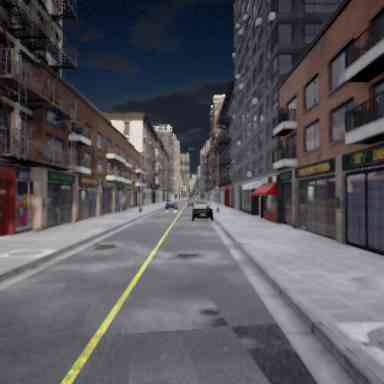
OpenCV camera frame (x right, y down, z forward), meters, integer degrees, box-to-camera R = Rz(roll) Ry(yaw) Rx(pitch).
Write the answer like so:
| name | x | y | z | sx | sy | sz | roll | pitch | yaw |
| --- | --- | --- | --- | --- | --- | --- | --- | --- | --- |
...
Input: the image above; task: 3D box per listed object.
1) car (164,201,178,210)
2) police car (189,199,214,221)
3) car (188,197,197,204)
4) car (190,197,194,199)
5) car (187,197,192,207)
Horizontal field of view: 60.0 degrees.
| name | x | y | z | sx | sy | sz | roll | pitch | yaw |
| --- | --- | --- | --- | --- | --- | --- | --- | --- | --- |
| car | -3.059 | 2.003 | 50.087 | 2.033 | 1.411 | 5.357 | 0 | -1 | 0 |
| police car | 0.905 | 1.689 | 29.910 | 1.930 | 1.638 | 5.238 | 0 | -1 | 0 |
| car | 0.012 | 2.061 | 79.927 | 2.097 | 1.767 | 4.553 | 0 | -1 | 0 |
| car | 0.908 | 1.871 | 45.990 | 1.801 | 1.575 | 5.366 | 0 | -1 | 0 |
| car | 0.010 | 2.154 | 64.954 | 2.033 | 1.411 | 5.357 | 0 | -1 | 0 |
